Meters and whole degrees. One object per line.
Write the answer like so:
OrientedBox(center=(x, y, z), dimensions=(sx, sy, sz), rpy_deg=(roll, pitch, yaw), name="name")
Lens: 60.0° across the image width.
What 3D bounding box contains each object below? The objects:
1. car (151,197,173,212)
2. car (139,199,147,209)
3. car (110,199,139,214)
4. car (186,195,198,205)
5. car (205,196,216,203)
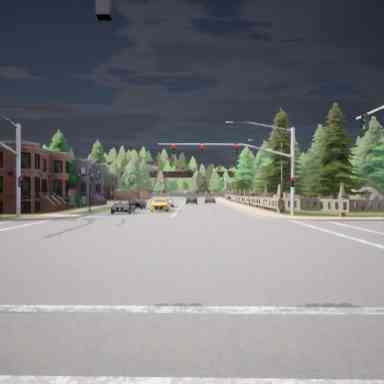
OrientedBox(center=(-3.639, 1.458, 38.767), dimensions=(1.882, 1.535, 5.008), rpy_deg=(0, 0, 0), name="car")
OrientedBox(center=(-7.136, 1.579, 43.543), dimensions=(1.895, 1.301, 4.718), rpy_deg=(0, 0, 0), name="car")
OrientedBox(center=(-7.137, 1.547, 34.791), dimensions=(1.994, 1.385, 4.181), rpy_deg=(0, 0, 0), name="car")
OrientedBox(center=(-0.069, 1.322, 60.161), dimensions=(2.097, 1.767, 4.553), rpy_deg=(0, 0, 0), name="car")
OrientedBox(center=(3.526, 1.531, 65.142), dimensions=(1.994, 1.385, 4.181), rpy_deg=(0, 0, 0), name="car")
